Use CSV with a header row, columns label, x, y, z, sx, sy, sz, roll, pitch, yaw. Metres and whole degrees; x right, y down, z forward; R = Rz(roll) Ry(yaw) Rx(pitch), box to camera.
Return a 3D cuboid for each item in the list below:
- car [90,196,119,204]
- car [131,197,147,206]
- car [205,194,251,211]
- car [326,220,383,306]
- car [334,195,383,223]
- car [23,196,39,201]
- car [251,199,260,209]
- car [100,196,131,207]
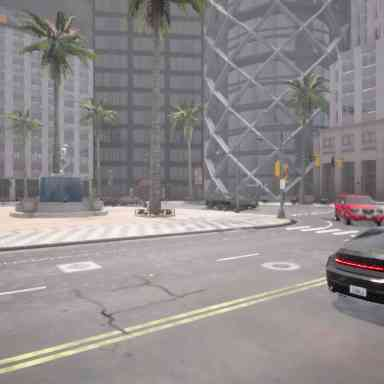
label,x,y,z,sx,sy,sz,roll,pitch,yaw
car,-16.272,1.478,62.092,5.008,1.535,1.882,0,0,4
car,-9.626,1.491,53.905,4.902,1.511,2.128,0,0,14
car,4.075,1.221,41.290,2.150,2.045,5.566,0,0,-42
car,4.923,1.505,7.306,4.892,1.490,1.837,0,0,-35
car,11.687,1.222,23.589,2.150,2.045,5.566,1,0,12
car,-28.455,1.492,61.342,4.902,1.511,2.128,0,0,-10
car,6.232,1.222,44.003,2.150,2.045,5.566,0,0,-43
car,-12.458,1.477,51.046,5.008,1.535,1.882,0,0,10
